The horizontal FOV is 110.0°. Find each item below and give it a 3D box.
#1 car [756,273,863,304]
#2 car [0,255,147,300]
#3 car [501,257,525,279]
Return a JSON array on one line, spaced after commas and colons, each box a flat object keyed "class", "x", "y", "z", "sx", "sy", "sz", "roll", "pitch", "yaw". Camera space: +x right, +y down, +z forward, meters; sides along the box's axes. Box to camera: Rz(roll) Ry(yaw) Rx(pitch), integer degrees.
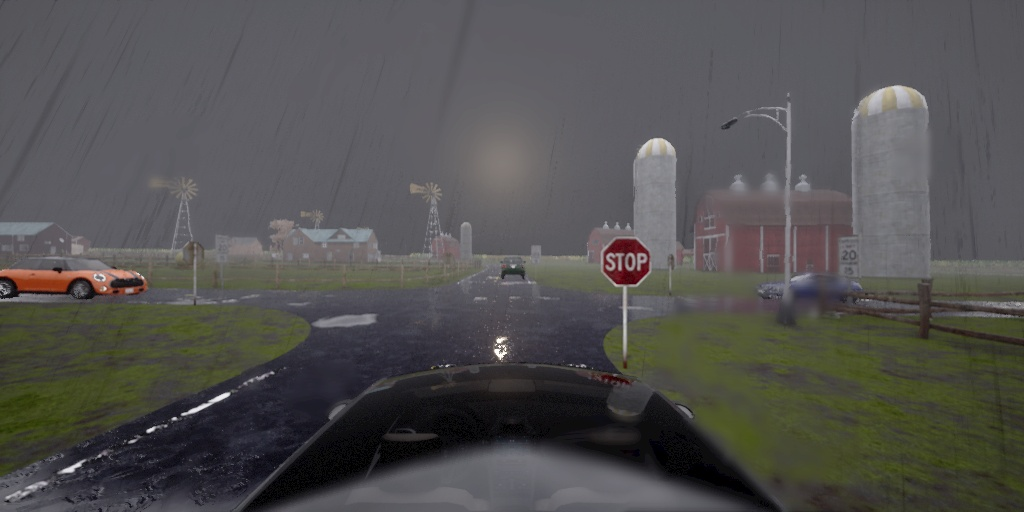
[{"class": "car", "x": 15.037, "y": 1.600, "z": 18.220, "sx": 4.674, "sy": 1.442, "sz": 1.812, "roll": 1, "pitch": -1, "yaw": 0}, {"class": "car", "x": -18.433, "y": 0.848, "z": 15.178, "sx": 4.553, "sy": 1.767, "sz": 2.097, "roll": 1, "pitch": -1, "yaw": 0}, {"class": "car", "x": 0.109, "y": 1.070, "z": 34.524, "sx": 2.150, "sy": 2.045, "sz": 5.566, "roll": 0, "pitch": 0, "yaw": 0}]
